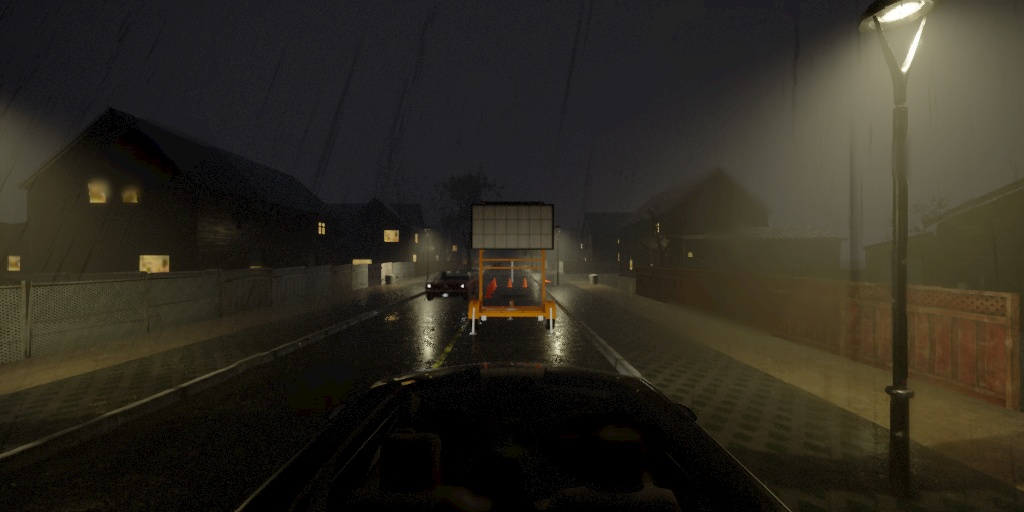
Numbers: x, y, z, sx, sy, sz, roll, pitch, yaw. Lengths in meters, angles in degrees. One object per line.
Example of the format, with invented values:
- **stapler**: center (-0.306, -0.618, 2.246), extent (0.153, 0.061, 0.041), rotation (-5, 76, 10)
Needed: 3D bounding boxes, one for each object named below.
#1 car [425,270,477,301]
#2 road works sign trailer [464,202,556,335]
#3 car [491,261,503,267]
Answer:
- **car**: center (-2.835, 1.371, 17.511), extent (1.895, 1.301, 4.718), rotation (0, 0, 0)
- **road works sign trailer**: center (0.009, 0.220, 10.546), extent (2.380, 3.560, 2.880), rotation (0, 0, 0)
- **car**: center (-2.691, 1.598, 64.899), extent (1.994, 1.385, 4.181), rotation (0, 0, 0)
